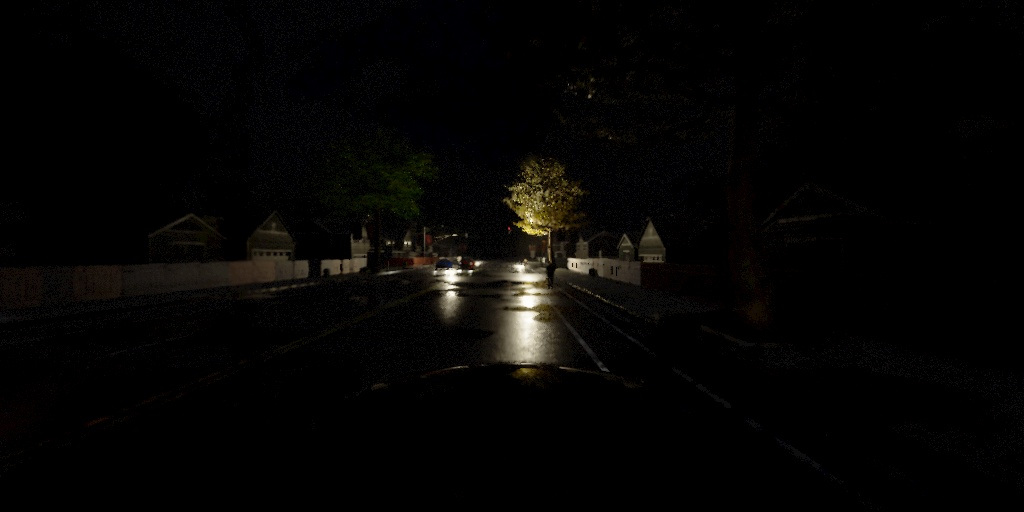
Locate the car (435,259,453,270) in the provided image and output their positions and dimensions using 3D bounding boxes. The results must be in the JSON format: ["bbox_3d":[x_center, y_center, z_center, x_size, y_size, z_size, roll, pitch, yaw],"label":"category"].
[{"bbox_3d":[-9.766,1.187,51.978,1.882,1.535,5.008,0,0,0],"label":"car"}]

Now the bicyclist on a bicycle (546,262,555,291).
[{"bbox_3d":[2.222,1.187,20.677,0.582,1.620,1.656,0,0,0],"label":"bicyclist on a bicycle"}]

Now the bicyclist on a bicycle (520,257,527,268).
[{"bbox_3d":[2.123,1.134,55.498,0.866,1.612,1.509,0,0,1],"label":"bicyclist on a bicycle"}]

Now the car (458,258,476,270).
[{"bbox_3d":[-6.516,1.054,52.116,2.097,1.767,4.553,0,0,0],"label":"car"}]
